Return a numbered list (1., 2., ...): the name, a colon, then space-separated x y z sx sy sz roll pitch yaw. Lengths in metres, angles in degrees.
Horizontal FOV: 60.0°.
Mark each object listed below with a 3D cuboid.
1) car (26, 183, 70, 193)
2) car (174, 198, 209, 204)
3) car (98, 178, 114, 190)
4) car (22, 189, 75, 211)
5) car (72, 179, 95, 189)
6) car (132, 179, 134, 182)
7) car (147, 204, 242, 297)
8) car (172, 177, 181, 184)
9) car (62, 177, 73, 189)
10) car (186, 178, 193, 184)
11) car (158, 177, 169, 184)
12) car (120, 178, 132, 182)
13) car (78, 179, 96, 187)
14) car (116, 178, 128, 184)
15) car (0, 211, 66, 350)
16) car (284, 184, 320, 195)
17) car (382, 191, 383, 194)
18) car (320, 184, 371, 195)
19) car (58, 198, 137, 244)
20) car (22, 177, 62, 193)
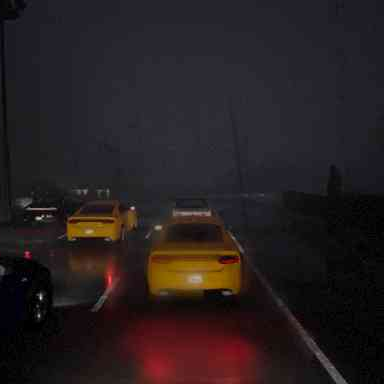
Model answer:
1. car: -14.349 0.120 33.448 1.895 1.301 4.718 0 3 0
2. car: -0.023 0.973 17.764 1.895 1.301 4.718 0 3 0
3. car: -14.512 -1.234 56.619 1.837 1.490 4.892 0 3 0
4. car: -7.024 0.865 17.628 2.128 1.511 4.902 0 3 0
5. car: -18.005 -1.243 56.523 2.128 1.511 4.902 0 3 0
6. car: -14.646 -2.667 84.542 1.895 1.301 4.718 0 3 0
7. car: 0.044 1.316 8.395 1.882 1.535 5.008 0 2 0
8. car: -4.158 -2.871 86.078 1.882 1.535 5.008 0 3 0
9. car: -21.498 -1.455 55.428 2.150 2.045 5.566 0 3 0
10. car: -0.662 -2.835 86.568 2.128 1.511 4.902 0 3 0
11. car: -7.658 -2.821 86.054 2.128 1.511 4.902 0 3 0
12. car: -14.533 -1.983 69.932 1.882 1.535 5.008 0 3 0
13. car: -21.521 -1.858 68.460 2.128 1.511 4.902 0 3 0
14. car: -18.163 -2.848 86.639 2.128 1.511 4.902 0 3 0
15. car: -3.427 1.313 3.887 2.097 1.767 4.553 0 1 0
16. car: 13.807 -0.305 41.407 4.718 1.301 1.895 0 3 2
17. car: 22.285 0.098 34.025 4.718 1.301 1.895 0 3 1
18. car: 17.667 -0.216 37.782 4.902 1.511 2.128 0 3 2
19. car: -3.495 1.061 13.717 1.882 1.535 5.008 0 3 0
20. car: -17.894 -0.582 39.335 2.150 2.045 5.566 0 3 0
